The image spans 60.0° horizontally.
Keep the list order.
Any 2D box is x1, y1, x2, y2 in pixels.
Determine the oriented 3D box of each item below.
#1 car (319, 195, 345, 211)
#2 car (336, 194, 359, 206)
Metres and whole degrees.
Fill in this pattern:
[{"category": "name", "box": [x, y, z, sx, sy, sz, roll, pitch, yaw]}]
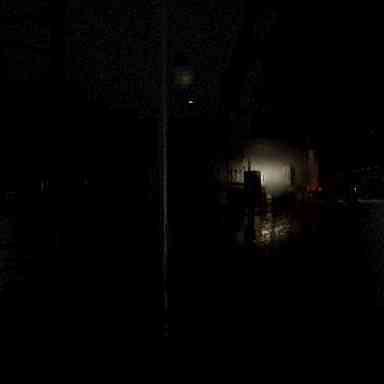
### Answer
[{"category": "car", "box": [16.298, 1.399, 38.622, 2.128, 1.511, 4.902, -1, 0, 34]}, {"category": "car", "box": [22.248, 1.364, 47.076, 1.882, 1.535, 5.008, -1, 0, 36]}]
